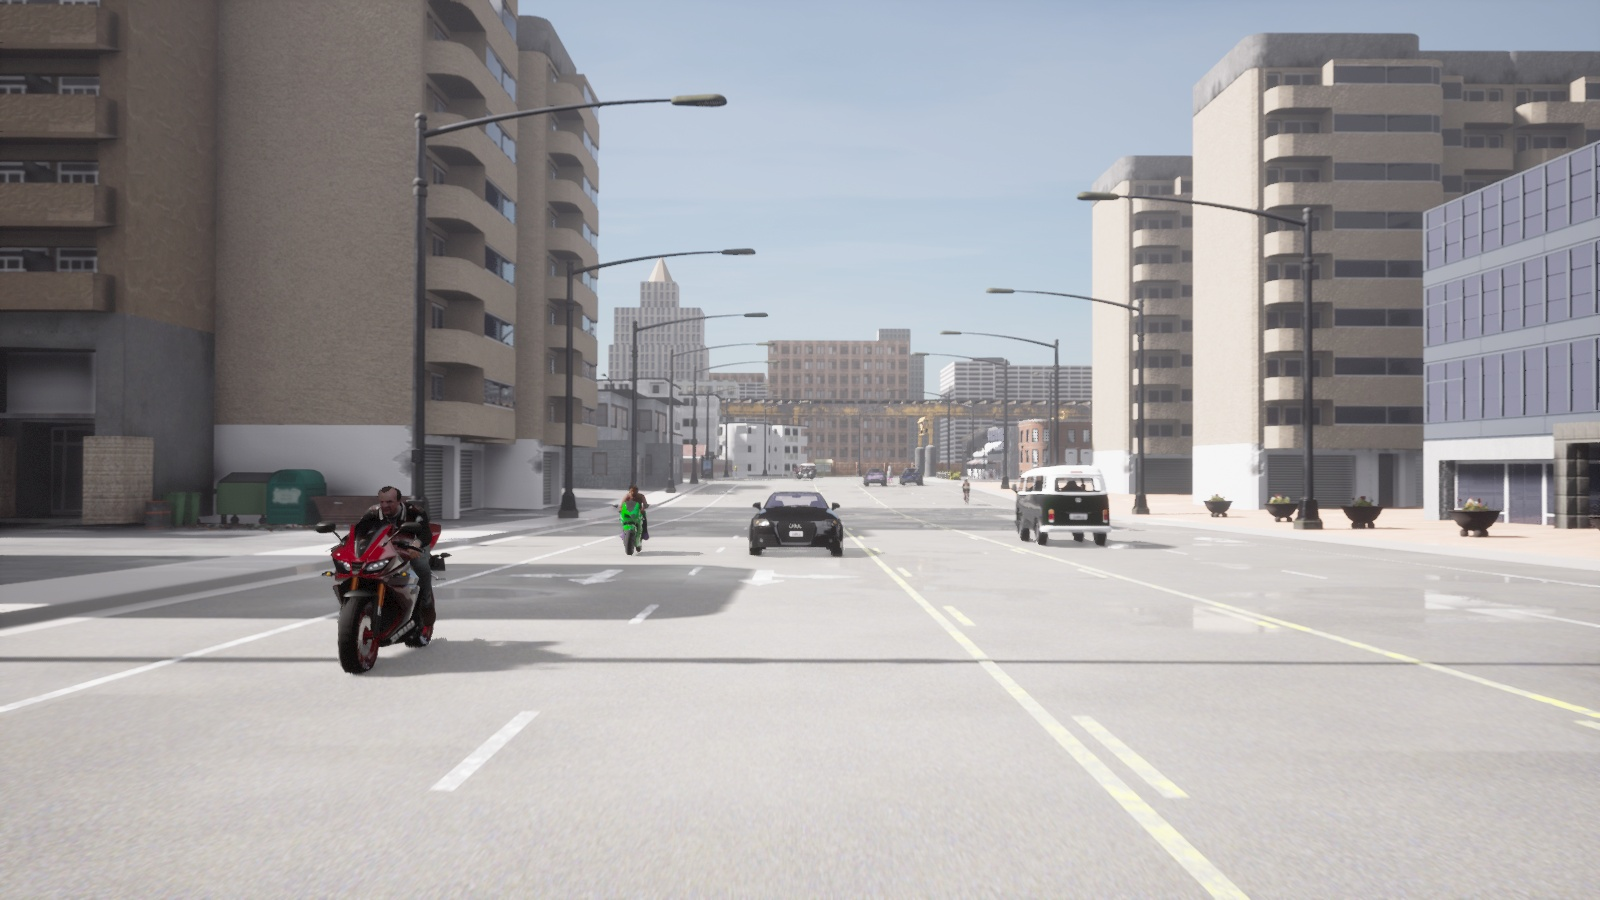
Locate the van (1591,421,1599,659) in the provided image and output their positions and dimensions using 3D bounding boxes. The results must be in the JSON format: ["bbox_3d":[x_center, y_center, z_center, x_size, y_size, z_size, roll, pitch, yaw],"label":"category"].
[{"bbox_3d":[7.470,0.713,8.486,2.069,2.038,4.480,-1,-1,11],"label":"van"}]

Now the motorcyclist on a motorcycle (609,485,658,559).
[{"bbox_3d":[-3.567,1.517,27.100,0.797,1.523,2.044,0,-2,0],"label":"motorcyclist on a motorcycle"}]

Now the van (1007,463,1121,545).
[{"bbox_3d":[6.917,1.398,33.365,2.069,2.038,4.480,0,-2,0],"label":"van"}]

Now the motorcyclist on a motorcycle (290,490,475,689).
[{"bbox_3d":[-3.527,1.116,10.858,0.866,1.530,2.191,0,-2,0],"label":"motorcyclist on a motorcycle"}]

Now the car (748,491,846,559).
[{"bbox_3d":[-0.068,1.611,27.959,1.994,1.385,4.181,0,-2,0],"label":"car"}]
